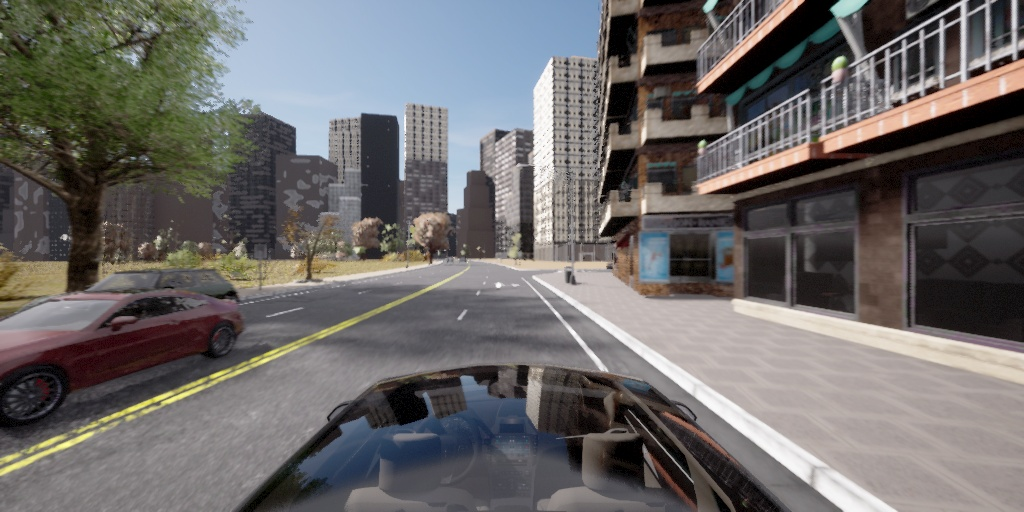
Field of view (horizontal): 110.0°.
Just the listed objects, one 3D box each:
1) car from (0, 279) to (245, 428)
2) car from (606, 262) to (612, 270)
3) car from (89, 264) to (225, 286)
[{"bbox_3d":[-6.615,1.298,5.828,1.812,1.442,4.674,0,0,0],"label":"car"},{"bbox_3d":[13.144,1.132,41.104,4.674,1.442,1.812,-1,0,12],"label":"car"},{"bbox_3d":[-9.904,1.137,9.739,2.097,1.767,4.553,0,0,-1],"label":"car"}]
